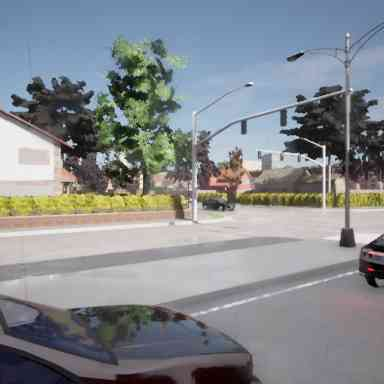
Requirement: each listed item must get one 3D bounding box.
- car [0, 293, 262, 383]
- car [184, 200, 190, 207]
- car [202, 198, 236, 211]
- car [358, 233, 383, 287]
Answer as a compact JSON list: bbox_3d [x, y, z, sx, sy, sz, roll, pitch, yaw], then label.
[{"bbox_3d":[-1.954,1.548,2.355,5.357,1.411,2.033,0,0,-35],"label":"car"},{"bbox_3d":[-2.225,1.344,47.478,2.097,1.767,4.553,0,0,-36],"label":"car"},{"bbox_3d":[3.168,1.497,40.056,1.837,1.490,4.892,0,0,-36],"label":"car"},{"bbox_3d":[5.965,1.489,8.038,4.902,1.511,2.128,0,0,-35],"label":"car"}]
